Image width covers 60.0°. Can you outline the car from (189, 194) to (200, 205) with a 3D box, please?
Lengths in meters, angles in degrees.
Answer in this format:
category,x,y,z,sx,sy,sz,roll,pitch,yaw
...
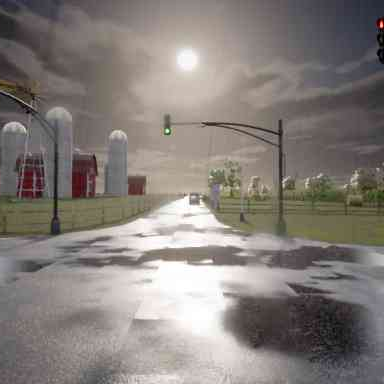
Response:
category,x,y,z,sx,sy,sz,roll,pitch,yaw
car,0.434,1.523,60.212,2.128,1.511,4.902,0,0,0

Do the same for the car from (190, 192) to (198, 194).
category,x,y,z,sx,sy,sz,roll,pitch,yaw
car,0.518,1.100,70.665,2.150,2.045,5.566,0,0,0
